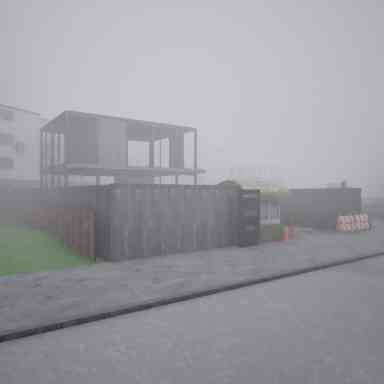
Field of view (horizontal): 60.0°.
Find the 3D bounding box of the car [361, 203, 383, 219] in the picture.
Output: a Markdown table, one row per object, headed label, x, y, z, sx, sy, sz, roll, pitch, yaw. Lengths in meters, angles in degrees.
| label | x | y | z | sx | sy | sz | roll | pitch | yaw |
| --- | --- | --- | --- | --- | --- | --- | --- | --- | --- |
| car | 15.432 | 1.564 | 26.331 | 1.994 | 1.385 | 4.181 | 0 | 0 | -35 |
